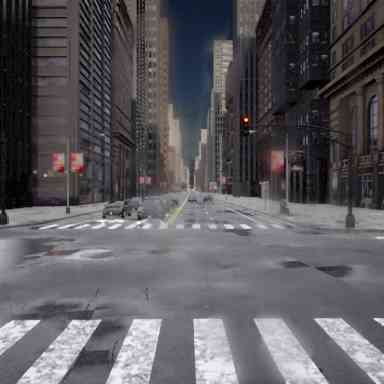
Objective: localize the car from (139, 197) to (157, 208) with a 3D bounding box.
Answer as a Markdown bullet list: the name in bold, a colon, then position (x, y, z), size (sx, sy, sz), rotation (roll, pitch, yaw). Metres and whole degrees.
- **car**: position (-6.590, 1.513, 50.041), size (2.033, 1.411, 5.357), rotation (0, 0, 0)

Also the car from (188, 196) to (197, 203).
- **car**: position (0.098, 1.473, 69.828), size (2.033, 1.411, 5.357), rotation (0, 0, 0)

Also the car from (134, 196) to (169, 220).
- **car**: position (-3.291, 1.339, 27.689), size (2.097, 1.767, 4.553), rotation (0, 0, -2)

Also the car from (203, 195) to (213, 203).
- **car**: position (3.348, 1.430, 69.916), size (1.837, 1.490, 4.892), rotation (0, 0, 0)

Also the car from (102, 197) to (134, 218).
- **car**: position (-6.601, 1.490, 29.590), size (1.837, 1.490, 4.892), rotation (0, 0, 0)

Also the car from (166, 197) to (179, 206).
- **car**: position (-3.315, 1.556, 56.513), size (1.895, 1.301, 4.718), rotation (0, 0, 0)

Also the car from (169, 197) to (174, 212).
- **car**: position (-3.352, 1.505, 36.473), size (1.812, 1.442, 4.674), rotation (0, 0, 0)

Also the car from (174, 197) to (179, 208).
- **car**: position (-3.340, 1.534, 46.496), size (1.994, 1.385, 4.181), rotation (0, 0, 0)

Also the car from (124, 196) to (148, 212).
- **car**: position (-6.598, 1.328, 39.744), size (2.097, 1.767, 4.553), rotation (0, 0, 0)
